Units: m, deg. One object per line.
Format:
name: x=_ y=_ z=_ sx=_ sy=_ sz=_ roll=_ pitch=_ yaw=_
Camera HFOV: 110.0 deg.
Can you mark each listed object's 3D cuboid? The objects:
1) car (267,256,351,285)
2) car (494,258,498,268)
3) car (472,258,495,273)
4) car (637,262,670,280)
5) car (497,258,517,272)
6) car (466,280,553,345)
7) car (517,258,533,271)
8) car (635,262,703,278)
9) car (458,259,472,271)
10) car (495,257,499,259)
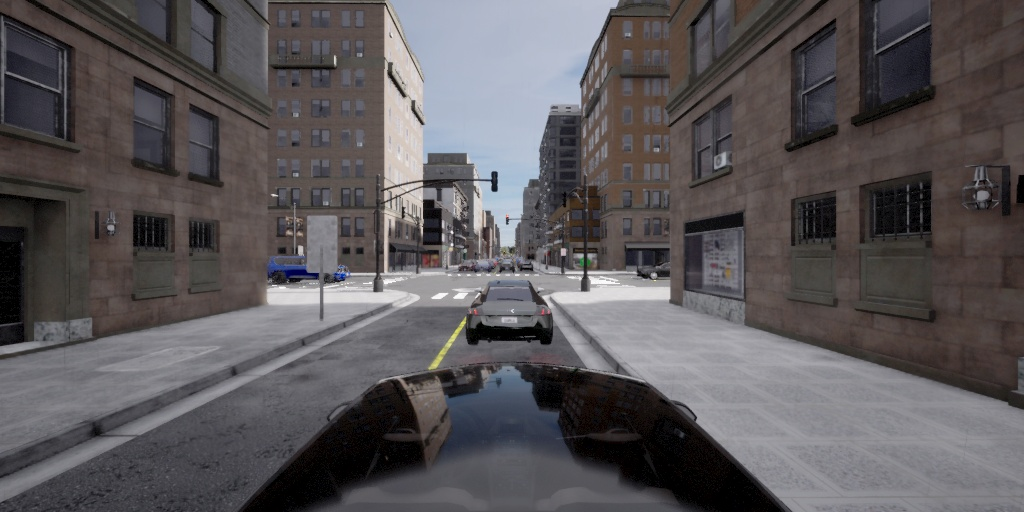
car: x=-14.874 y=1.021 z=26.243 sx=5.566 sy=2.045 sz=2.150 roll=0 pitch=0 yaw=-3
car: x=-3.591 y=1.348 z=54.268 sx=2.033 sy=1.411 sz=5.357 roll=0 pitch=0 yaw=0
car: x=-3.546 y=1.310 z=44.589 sx=1.812 sy=1.442 sz=4.674 roll=0 pitch=0 yaw=1
car: x=12.956 y=1.201 z=29.967 sx=4.892 sy=1.490 sz=1.837 roll=0 pitch=0 yaw=-1
car: x=-0.613 y=1.313 z=46.724 sx=1.812 sy=1.442 sz=4.674 roll=0 pitch=0 yaw=0
car: x=-0.065 y=1.314 z=9.532 sx=1.994 sy=1.385 sz=4.181 roll=0 pitch=0 yaw=0
car: x=1.931 y=1.356 z=48.602 sx=1.948 sy=1.339 sz=4.313 roll=0 pitch=0 yaw=0
car: x=14.481 y=1.243 z=33.238 sx=5.357 sy=1.411 sz=2.033 roll=0 pitch=0 yaw=-1
car: x=-6.094 y=1.230 z=48.543 sx=1.967 sy=1.591 sz=4.097 roll=0 pitch=0 yaw=0
car: x=-3.634 y=1.297 z=64.220 sx=1.882 sy=1.535 sz=5.008 roll=0 pitch=0 yaw=0
